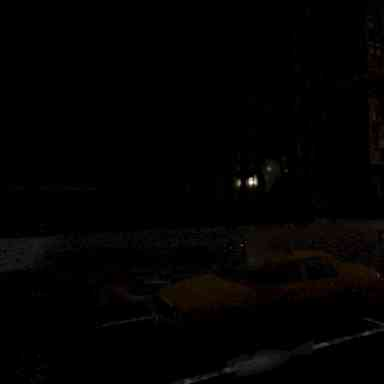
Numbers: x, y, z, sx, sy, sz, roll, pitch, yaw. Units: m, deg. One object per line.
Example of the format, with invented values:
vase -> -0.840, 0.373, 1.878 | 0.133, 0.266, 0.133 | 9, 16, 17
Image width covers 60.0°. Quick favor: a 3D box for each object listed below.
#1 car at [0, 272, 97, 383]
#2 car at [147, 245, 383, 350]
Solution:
car -> -3.385, 1.766, 4.065 | 4.313, 1.339, 1.947 | 0, -2, -26
car -> 1.572, 1.749, 6.461 | 4.829, 1.417, 1.752 | 0, -2, -26
